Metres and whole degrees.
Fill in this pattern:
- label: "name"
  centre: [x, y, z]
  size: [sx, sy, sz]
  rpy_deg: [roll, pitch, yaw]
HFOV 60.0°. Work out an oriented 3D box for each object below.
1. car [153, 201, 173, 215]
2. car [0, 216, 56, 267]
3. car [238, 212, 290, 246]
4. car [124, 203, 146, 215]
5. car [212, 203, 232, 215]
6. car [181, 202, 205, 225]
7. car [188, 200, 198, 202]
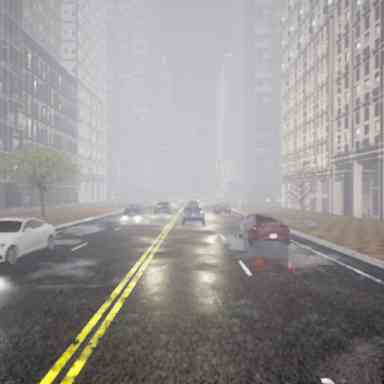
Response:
- label: "car"
  centre: [-3.252, 1.824, 38.102]
  size: [1.837, 1.490, 4.892]
  rpy_deg: [0, -1, 0]
- label: "car"
  centre: [-6.497, 1.629, 11.981]
  size: [1.812, 1.442, 4.674]
  rpy_deg: [0, 0, 0]
- label: "car"
  centre: [3.355, 1.662, 16.007]
  size: [1.812, 1.442, 4.674]
  rpy_deg: [0, 0, 0]
- label: "car"
  centre: [-6.501, 1.919, 38.264]
  size: [1.895, 1.301, 4.718]
  rpy_deg: [0, 0, 0]
- label: "car"
  centre: [3.363, 1.918, 38.292]
  size: [1.895, 1.301, 4.718]
  rpy_deg: [0, 0, 0]
- label: "car"
  centre: [0.109, 1.771, 26.507]
  size: [2.033, 1.411, 5.357]
  rpy_deg: [0, 0, 0]
- label: "car"
  centre: [0.111, 1.866, 43.777]
  size: [1.837, 1.490, 4.892]
  rpy_deg: [0, 0, 0]
